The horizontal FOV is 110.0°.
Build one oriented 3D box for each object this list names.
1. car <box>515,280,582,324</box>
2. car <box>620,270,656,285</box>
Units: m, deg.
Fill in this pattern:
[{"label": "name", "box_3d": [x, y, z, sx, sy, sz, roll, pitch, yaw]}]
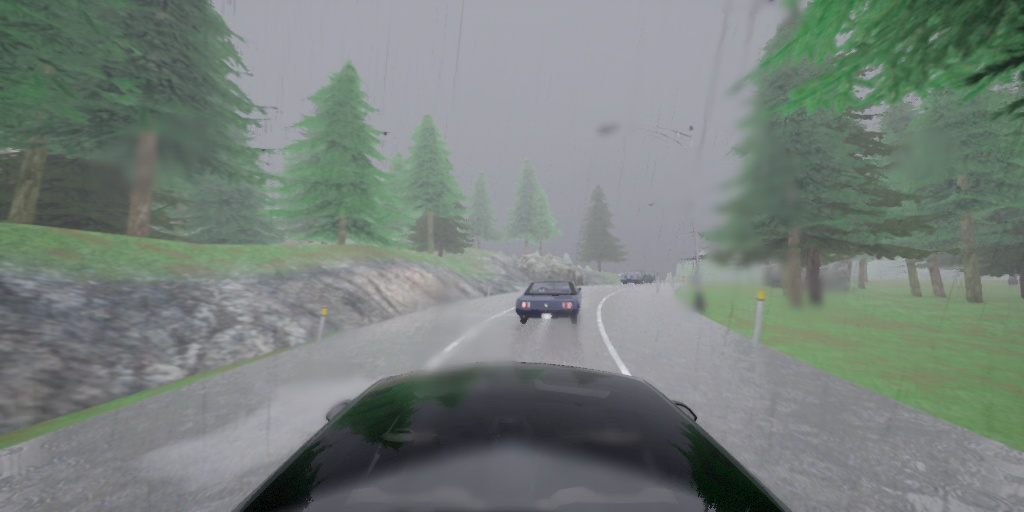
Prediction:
[{"label": "car", "box_3d": [1.467, 1.479, 12.477, 1.895, 1.301, 4.718, -1, -1, 12]}, {"label": "car", "box_3d": [12.498, 2.117, 35.478, 2.033, 1.411, 5.357, -5, -5, 39]}]
